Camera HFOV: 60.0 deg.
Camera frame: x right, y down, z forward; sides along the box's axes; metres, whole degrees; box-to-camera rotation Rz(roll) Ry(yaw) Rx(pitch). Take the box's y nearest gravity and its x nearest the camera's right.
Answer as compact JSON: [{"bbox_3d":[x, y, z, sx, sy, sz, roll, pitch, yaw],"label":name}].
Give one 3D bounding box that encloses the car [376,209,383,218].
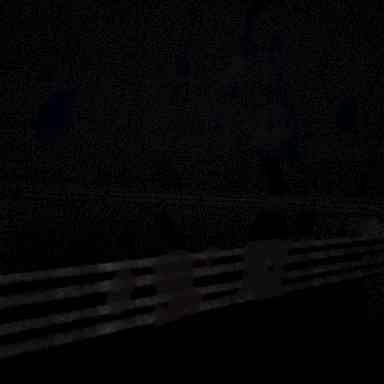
[{"bbox_3d":[26.468,2.584,42.749,5.008,1.535,1.882,3,-2,8],"label":"car"}]
